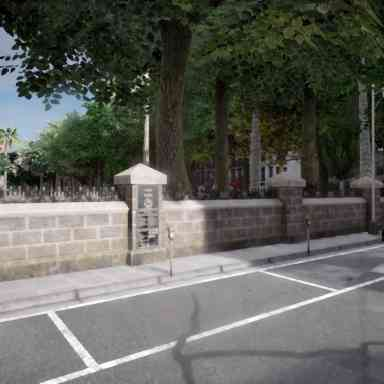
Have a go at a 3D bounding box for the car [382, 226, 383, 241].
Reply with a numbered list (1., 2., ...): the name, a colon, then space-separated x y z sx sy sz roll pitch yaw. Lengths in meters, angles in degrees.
1. car: 9.737 1.310 13.485 5.009 1.841 2.192 0 0 -36
